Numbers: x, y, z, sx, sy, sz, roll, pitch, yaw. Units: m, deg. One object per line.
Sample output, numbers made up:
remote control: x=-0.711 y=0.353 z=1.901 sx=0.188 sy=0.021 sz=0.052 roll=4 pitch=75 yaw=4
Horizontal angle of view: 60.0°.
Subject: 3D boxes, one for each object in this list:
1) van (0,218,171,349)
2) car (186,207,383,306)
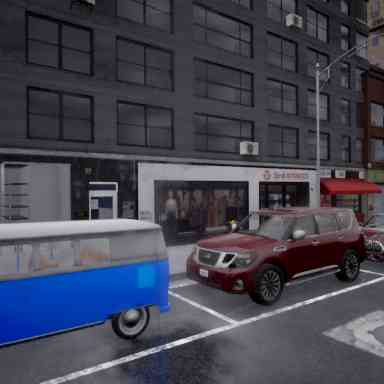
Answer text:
van: x=-2.261 y=1.341 z=4.934 sx=3.998 sy=1.788 sz=1.690 roll=0 pitch=-1 yaw=-35
car: x=2.286 y=1.313 z=8.178 sx=5.009 sy=1.841 sz=2.192 roll=0 pitch=-1 yaw=-35
